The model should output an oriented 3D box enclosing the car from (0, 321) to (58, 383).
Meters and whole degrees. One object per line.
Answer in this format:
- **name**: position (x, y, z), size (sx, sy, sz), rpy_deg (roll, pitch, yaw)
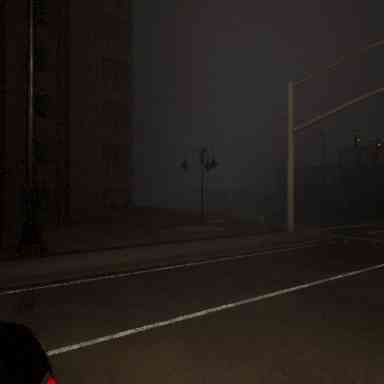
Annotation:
- **car**: position (-2.982, 1.564, 1.860), size (4.181, 1.385, 1.994), rpy_deg (0, 0, -35)
